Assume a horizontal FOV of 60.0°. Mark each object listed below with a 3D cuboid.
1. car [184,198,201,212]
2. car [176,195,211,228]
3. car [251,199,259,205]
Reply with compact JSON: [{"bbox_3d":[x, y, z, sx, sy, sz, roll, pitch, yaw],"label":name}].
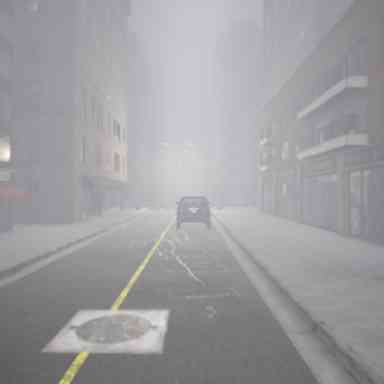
[{"bbox_3d":[0.000,1.486,39.782,1.882,1.535,5.008,0,0,-1],"label":"car"},{"bbox_3d":[0.097,1.230,22.095,2.150,2.045,5.566,0,0,0],"label":"car"},{"bbox_3d":[12.133,1.446,55.126,4.507,1.381,1.887,-1,0,0],"label":"car"}]
